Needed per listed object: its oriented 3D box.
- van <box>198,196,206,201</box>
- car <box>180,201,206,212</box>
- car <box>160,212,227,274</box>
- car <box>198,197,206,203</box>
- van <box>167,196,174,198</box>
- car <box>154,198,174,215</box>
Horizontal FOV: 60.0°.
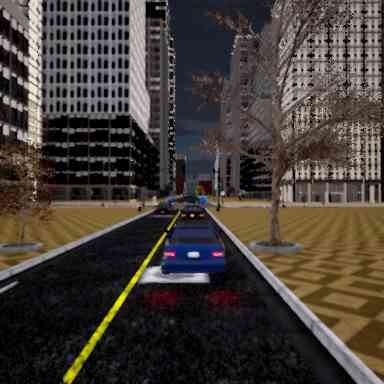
[{"bbox_3d":[2.610,1.790,80.166,1.690,1.788,3.998,0,0,0],"label":"van"},{"bbox_3d":[0.044,1.696,25.758,2.033,1.411,5.357,0,0,0],"label":"car"},{"bbox_3d":[0.057,1.611,10.760,2.033,1.411,5.357,0,0,0],"label":"car"},{"bbox_3d":[2.534,2.024,85.703,1.887,1.381,4.507,0,0,0],"label":"car"},{"bbox_3d":[-5.853,1.850,91.263,1.690,1.788,3.998,0,0,0],"label":"van"},{"bbox_3d":[-3.098,1.763,37.865,2.033,1.411,5.357,0,0,0],"label":"car"}]
